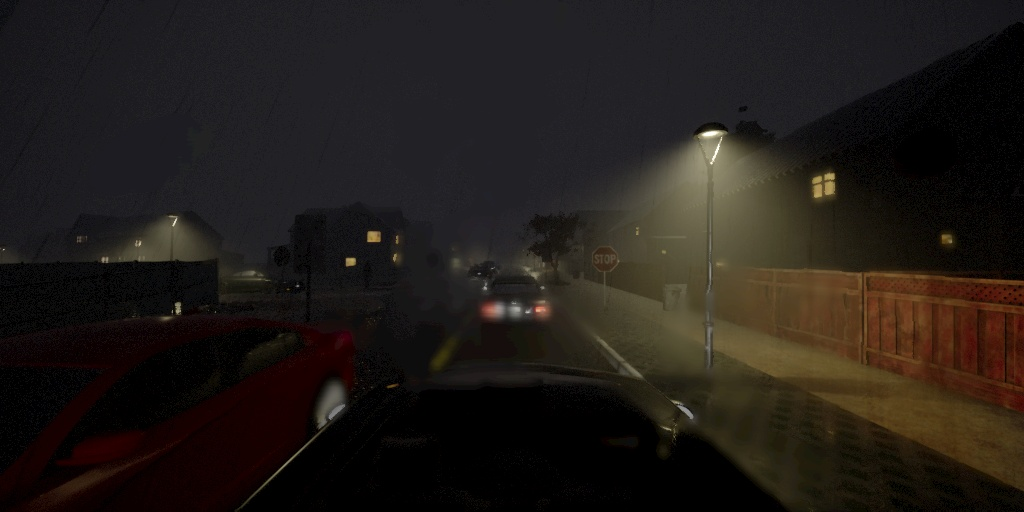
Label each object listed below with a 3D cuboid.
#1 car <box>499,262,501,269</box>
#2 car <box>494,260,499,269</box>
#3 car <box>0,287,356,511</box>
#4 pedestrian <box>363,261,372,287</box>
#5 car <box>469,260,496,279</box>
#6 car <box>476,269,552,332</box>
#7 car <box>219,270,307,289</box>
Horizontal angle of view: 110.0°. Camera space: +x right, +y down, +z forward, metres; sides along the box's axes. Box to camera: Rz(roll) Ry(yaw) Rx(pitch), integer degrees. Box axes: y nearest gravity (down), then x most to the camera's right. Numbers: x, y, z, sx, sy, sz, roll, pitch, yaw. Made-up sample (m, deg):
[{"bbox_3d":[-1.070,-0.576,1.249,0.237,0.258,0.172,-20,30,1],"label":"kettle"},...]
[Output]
[{"bbox_3d":[-2.845,1.396,57.868,1.882,1.535,5.008,0,0,0],"label":"car"},{"bbox_3d":[-2.853,1.355,43.914,1.837,1.490,4.892,0,0,0],"label":"car"},{"bbox_3d":[-2.852,1.228,2.374,1.882,1.535,5.008,0,0,0],"label":"car"},{"bbox_3d":[-9.917,1.213,24.475,0.375,1.860,0.375,0,-2,5],"label":"pedestrian"},{"bbox_3d":[-2.863,1.377,33.566,1.994,1.385,4.181,0,0,-1],"label":"car"},{"bbox_3d":[0.097,1.304,10.810,2.033,1.411,5.357,0,0,0],"label":"car"},{"bbox_3d":[-13.309,1.439,19.116,4.181,1.385,1.994,-1,-3,5],"label":"car"}]
